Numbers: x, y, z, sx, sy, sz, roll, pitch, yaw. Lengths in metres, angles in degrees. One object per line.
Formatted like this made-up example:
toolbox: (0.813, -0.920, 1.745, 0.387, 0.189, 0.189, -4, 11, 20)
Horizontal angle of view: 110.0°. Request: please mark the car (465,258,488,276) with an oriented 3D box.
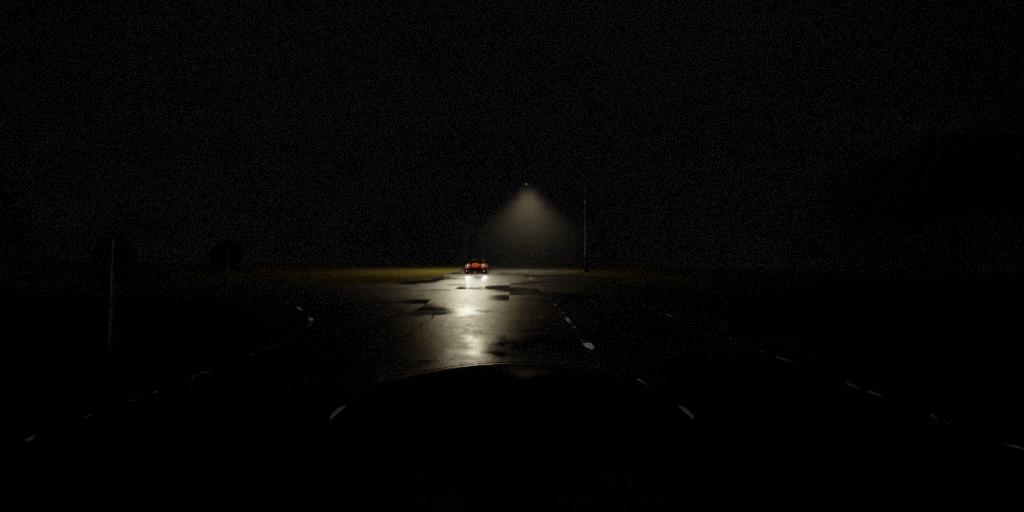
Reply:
car: (-3.548, 1.020, 36.497, 2.097, 1.767, 4.553, 0, 0, 0)
